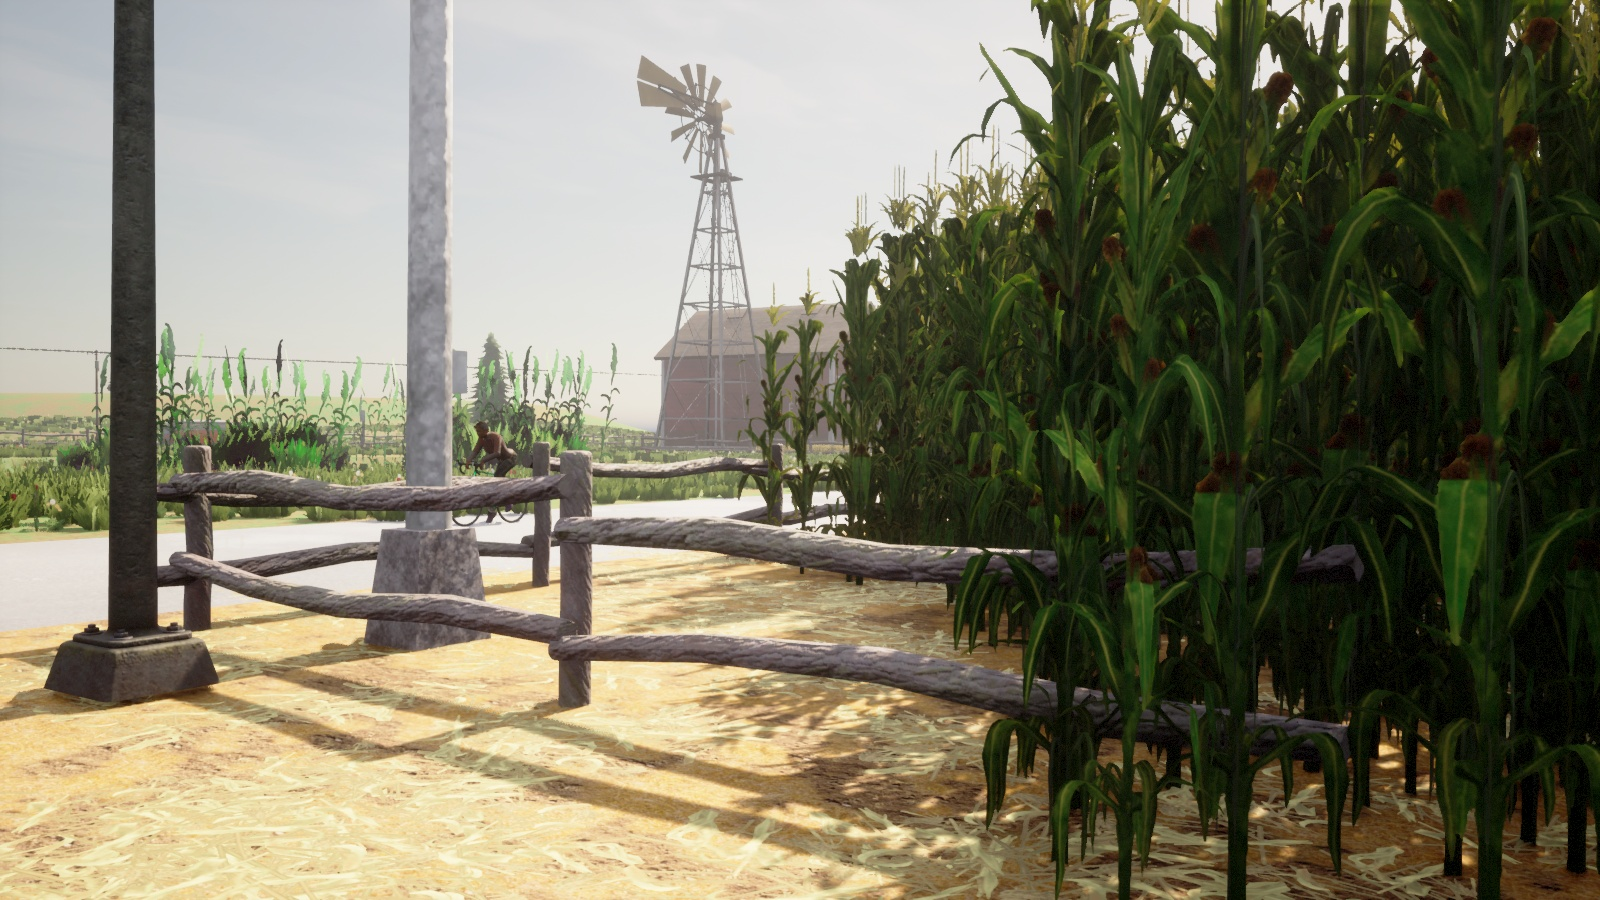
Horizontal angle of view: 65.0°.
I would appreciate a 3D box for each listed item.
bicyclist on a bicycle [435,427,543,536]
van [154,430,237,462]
[{"bbox_3d":[-4.840,0.460,19.617,0.582,1.620,1.656,0,1,33],"label":"bicyclist on a bicycle"},{"bbox_3d":[-38.902,-0.268,80.871,1.775,1.987,4.442,0,1,39],"label":"van"}]
